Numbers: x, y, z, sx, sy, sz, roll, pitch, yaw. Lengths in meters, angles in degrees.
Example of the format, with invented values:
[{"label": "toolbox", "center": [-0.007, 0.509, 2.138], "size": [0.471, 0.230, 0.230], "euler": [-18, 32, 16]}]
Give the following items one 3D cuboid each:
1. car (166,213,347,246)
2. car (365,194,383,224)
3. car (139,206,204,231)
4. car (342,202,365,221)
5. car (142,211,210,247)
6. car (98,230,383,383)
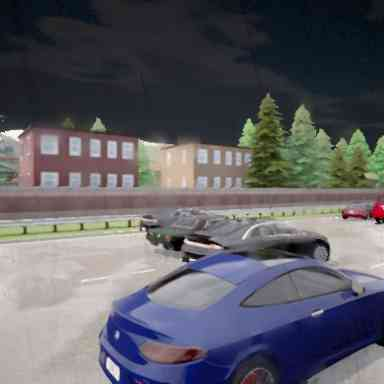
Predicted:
[{"label": "car", "center": [1.980, 1.471, 9.458], "size": [4.902, 1.511, 2.128], "euler": [0, 0, -36]}, {"label": "car", "center": [14.478, 1.147, 22.671], "size": [5.566, 2.045, 2.150], "euler": [0, 0, -35]}, {"label": "car", "center": [-0.216, 1.464, 16.489], "size": [4.902, 1.511, 2.128], "euler": [0, 0, -35]}, {"label": "car", "center": [13.761, 1.484, 26.459], "size": [4.181, 1.385, 1.994], "euler": [0, 0, -36]}, {"label": "car", "center": [0.723, 1.577, 12.860], "size": [4.718, 1.301, 1.895], "euler": [0, 0, -35]}, {"label": "car", "center": [1.108, 1.515, 4.553], "size": [4.674, 1.442, 1.812], "euler": [0, 0, -36]}]
